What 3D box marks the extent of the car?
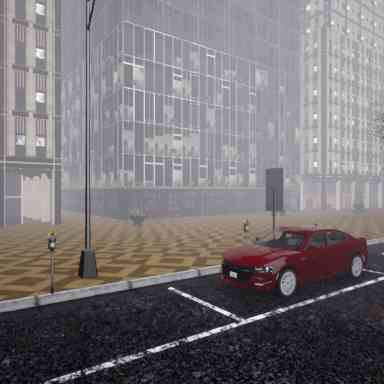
[{"bbox_3d":[2.724,1.545,8.515,4.507,1.381,1.887,0,0,-36],"label":"car"}]
